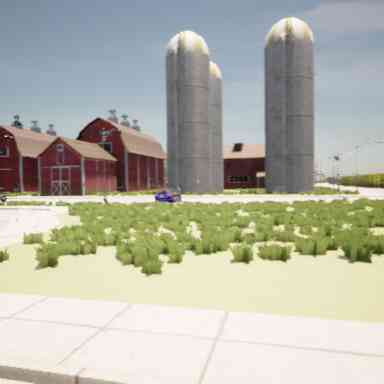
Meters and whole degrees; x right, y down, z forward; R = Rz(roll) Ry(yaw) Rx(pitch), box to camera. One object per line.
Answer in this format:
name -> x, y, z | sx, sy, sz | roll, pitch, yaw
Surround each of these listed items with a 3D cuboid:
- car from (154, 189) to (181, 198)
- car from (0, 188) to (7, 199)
car -> -2.730, 0.425, 38.124 | 2.242, 1.667, 4.611 | 0, 2, 14
car -> -26.229, 0.449, 43.932 | 1.905, 1.878, 3.866 | 0, 2, 14
